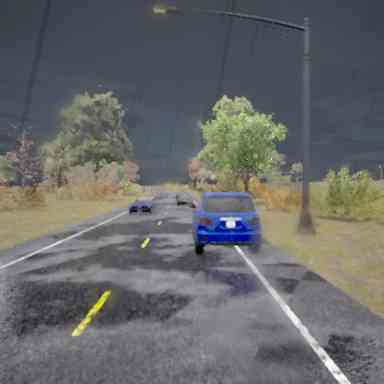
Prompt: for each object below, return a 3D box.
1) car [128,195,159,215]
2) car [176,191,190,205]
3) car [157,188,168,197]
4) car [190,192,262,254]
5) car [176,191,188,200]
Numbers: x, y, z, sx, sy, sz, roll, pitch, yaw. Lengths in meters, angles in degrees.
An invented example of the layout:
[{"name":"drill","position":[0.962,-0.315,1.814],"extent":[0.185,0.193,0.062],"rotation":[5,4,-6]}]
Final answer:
[{"name":"car","position":[-4.032,1.150,27.455],"extent":[1.895,1.301,4.718],"rotation":[0,1,-2]},{"name":"car","position":[-0.883,0.873,41.171],"extent":[1.994,1.385,4.181],"rotation":[0,1,-2]},{"name":"car","position":[-6.191,0.142,69.577],"extent":[2.097,1.767,4.553],"rotation":[0,1,-4]},{"name":"car","position":[1.132,1.014,12.684],"extent":[2.150,2.045,5.566],"rotation":[0,1,-1]},{"name":"car","position":[-1.866,0.563,58.982],"extent":[1.994,1.385,4.181],"rotation":[0,1,-4]}]
